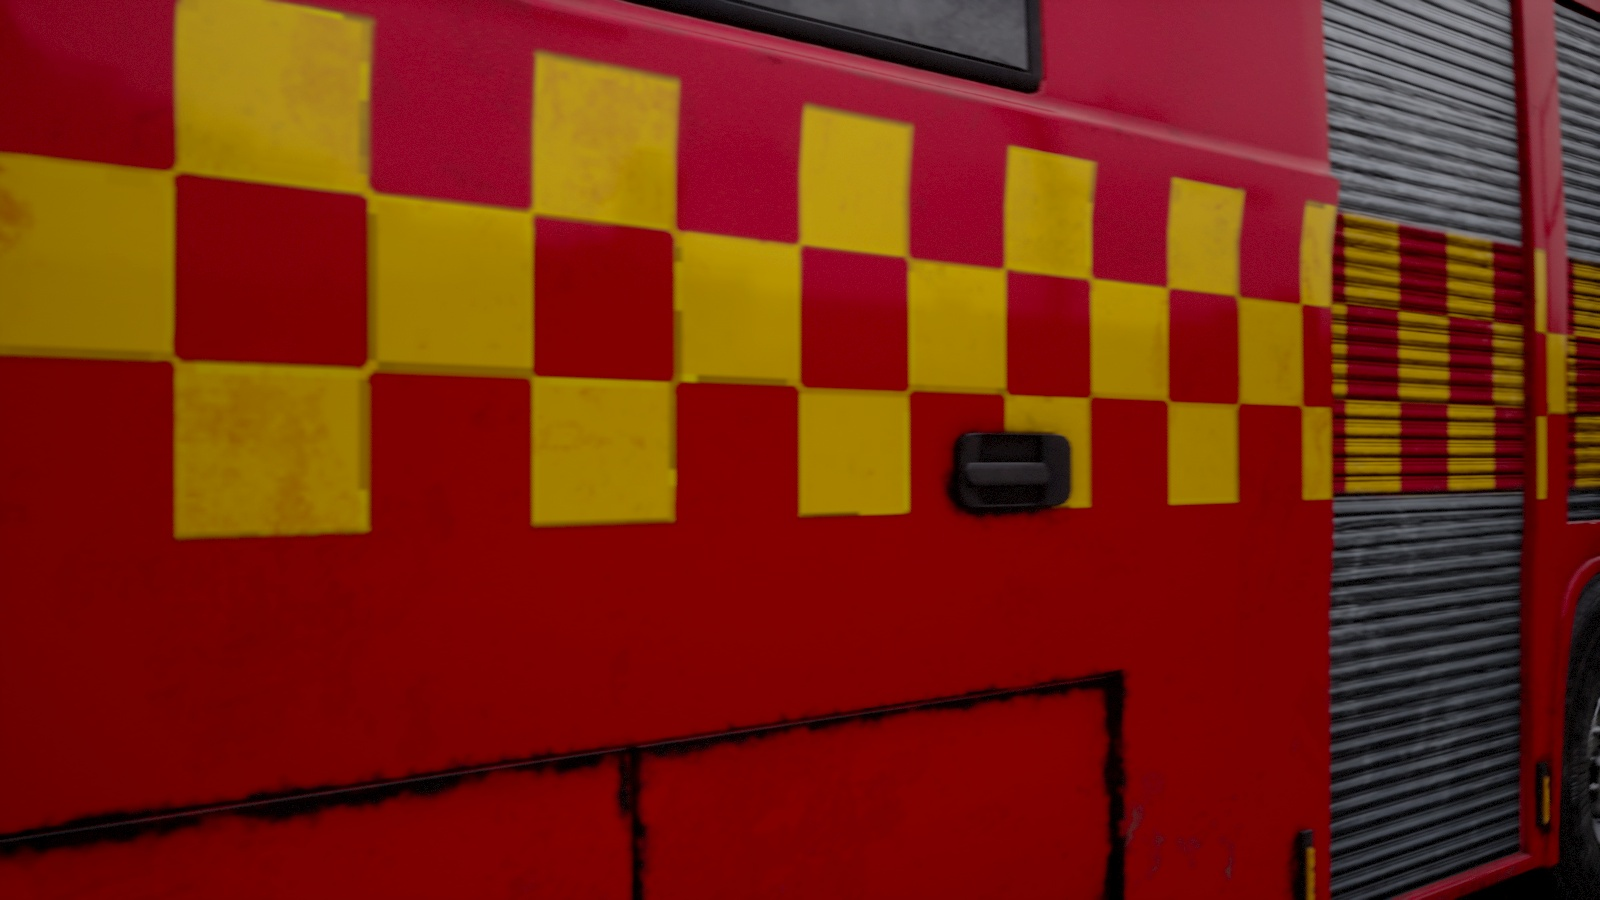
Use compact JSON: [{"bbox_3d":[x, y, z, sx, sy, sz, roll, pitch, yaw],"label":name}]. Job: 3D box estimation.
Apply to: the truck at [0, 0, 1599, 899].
[{"bbox_3d":[-0.520,-0.411,3.301,8.468,3.827,2.891,0,0,-35],"label":"truck"}]
